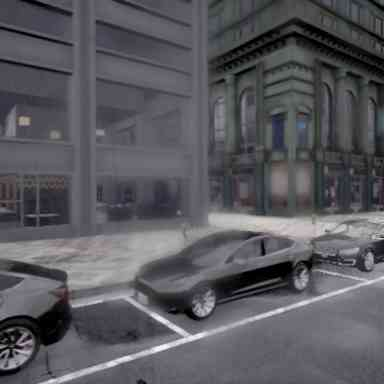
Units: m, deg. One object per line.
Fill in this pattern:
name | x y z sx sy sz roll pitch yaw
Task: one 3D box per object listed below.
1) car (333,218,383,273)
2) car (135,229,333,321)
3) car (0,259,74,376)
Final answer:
car | 5.481 1.537 10.562 4.403 1.369 2.008 0 0 -36
car | 0.892 1.559 7.288 4.313 1.339 1.947 0 0 -36
car | -3.696 1.567 4.015 4.313 1.339 1.947 0 0 -36
